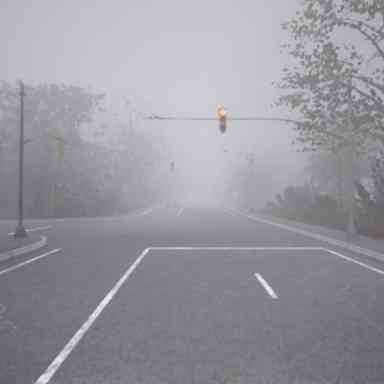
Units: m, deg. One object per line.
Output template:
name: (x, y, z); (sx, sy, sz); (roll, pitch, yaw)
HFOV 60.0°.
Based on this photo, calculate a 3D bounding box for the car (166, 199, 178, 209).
car: (-3.427, 2.057, 57.374); (2.128, 1.511, 4.902); (0, 0, 0)
